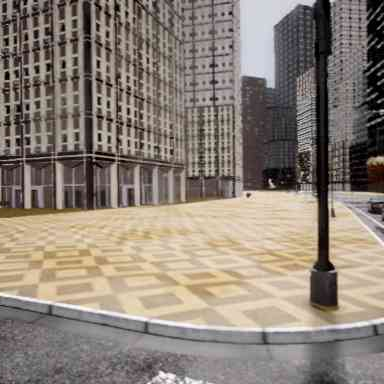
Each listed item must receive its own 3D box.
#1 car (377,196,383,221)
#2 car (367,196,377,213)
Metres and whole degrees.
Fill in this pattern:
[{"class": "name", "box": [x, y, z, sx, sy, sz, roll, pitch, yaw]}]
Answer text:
[{"class": "car", "box": [13.514, 1.120, 21.215, 2.097, 1.767, 4.553, 0, 0, 22]}, {"class": "car", "box": [17.378, 1.150, 30.754, 2.128, 1.511, 4.902, 0, 0, 22]}]
